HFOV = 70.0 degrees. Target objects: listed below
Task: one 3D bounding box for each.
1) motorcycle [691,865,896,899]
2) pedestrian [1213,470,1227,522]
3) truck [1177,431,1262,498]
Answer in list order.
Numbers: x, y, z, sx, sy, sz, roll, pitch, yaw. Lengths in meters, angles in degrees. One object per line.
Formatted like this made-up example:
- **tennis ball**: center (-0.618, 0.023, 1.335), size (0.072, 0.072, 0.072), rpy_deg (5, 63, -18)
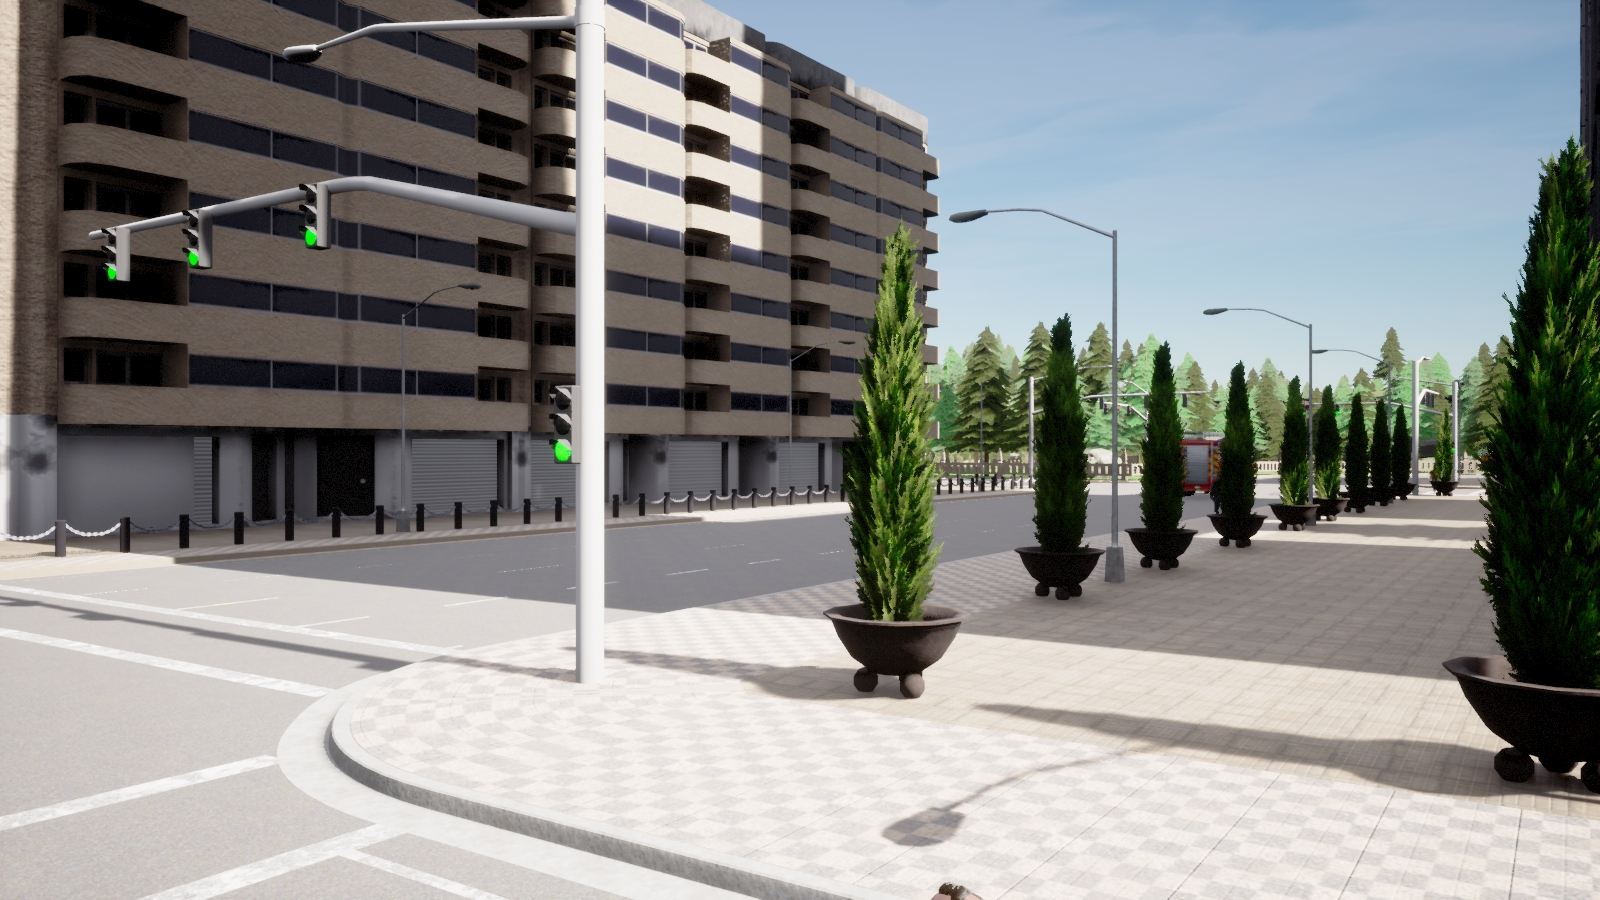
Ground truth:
- **motorcycle**: center (0.516, 2.205, 3.364), size (2.209, 1.251, 0.867), rpy_deg (0, 0, 34)
- **pedestrian**: center (15.039, 1.639, 40.939), size (0.375, 1.860, 0.375), rpy_deg (0, 0, 39)
- **truck**: center (25.509, 0.835, 69.177), size (2.891, 3.827, 8.468), rpy_deg (0, 0, 34)
